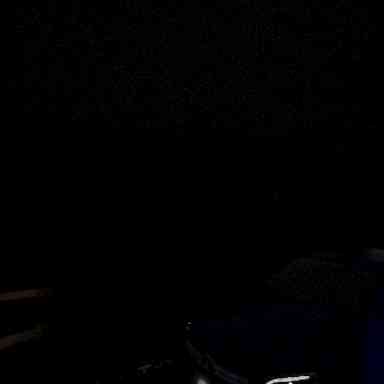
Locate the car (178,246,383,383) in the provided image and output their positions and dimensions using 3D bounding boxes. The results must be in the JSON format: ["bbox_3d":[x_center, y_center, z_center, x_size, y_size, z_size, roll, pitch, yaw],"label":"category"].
[{"bbox_3d":[2.040,1.514,4.362,4.674,1.442,1.812,0,1,-34],"label":"car"}]
